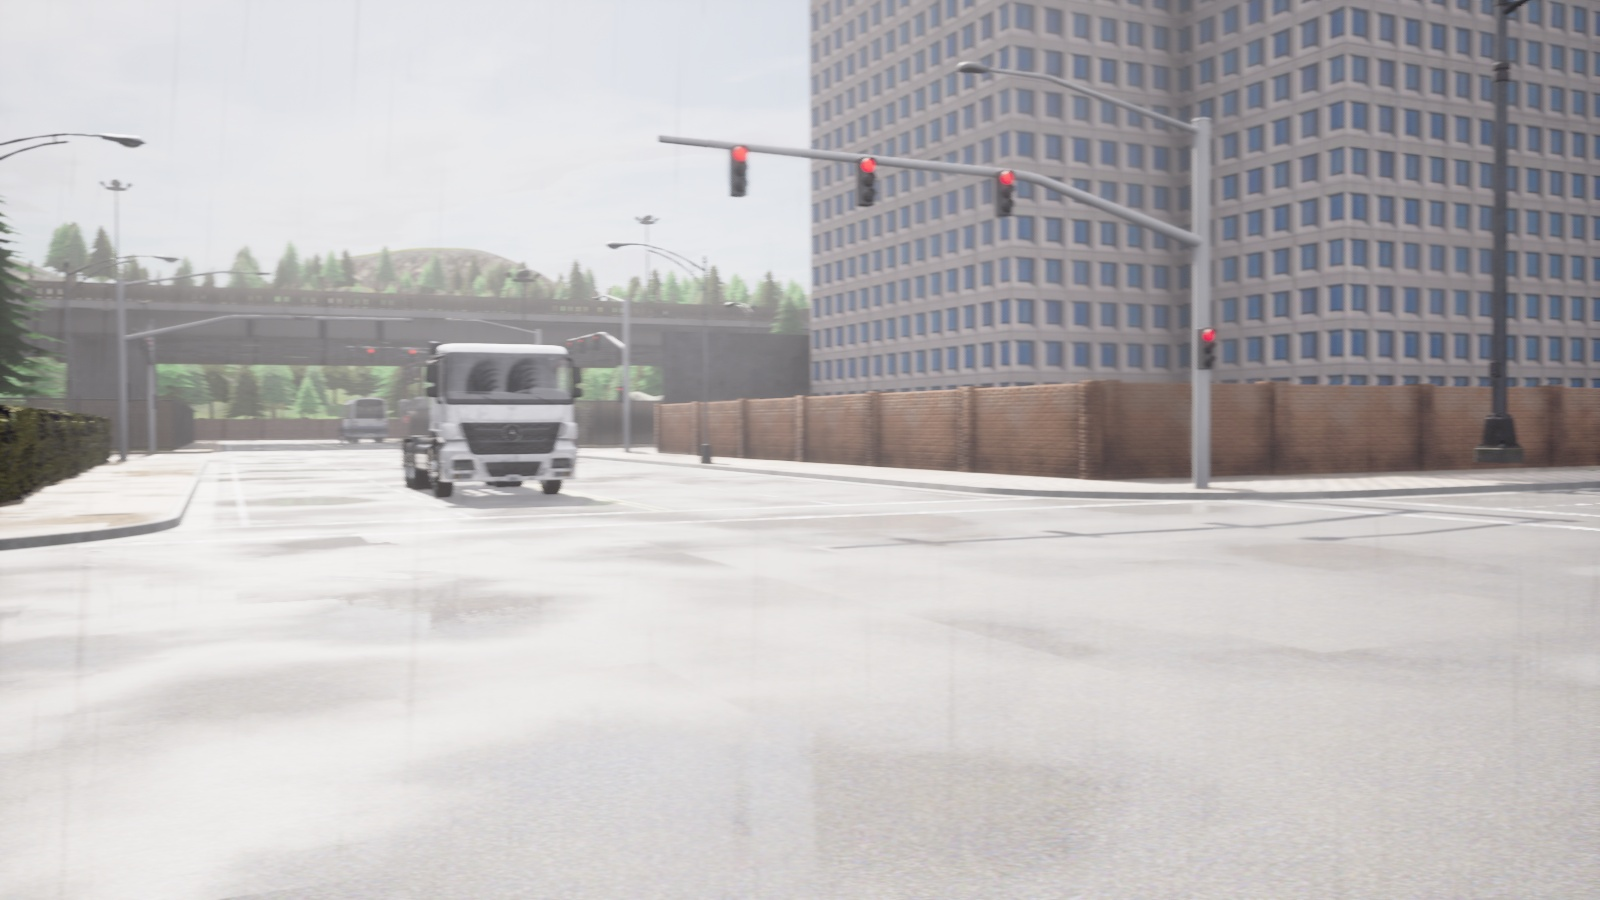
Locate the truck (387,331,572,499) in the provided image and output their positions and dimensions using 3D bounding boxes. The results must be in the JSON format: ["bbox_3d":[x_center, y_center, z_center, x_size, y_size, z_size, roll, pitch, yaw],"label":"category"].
[{"bbox_3d":[-7.900,-0.802,30.091,2.891,3.462,7.936,0,1,-25],"label":"truck"}]
